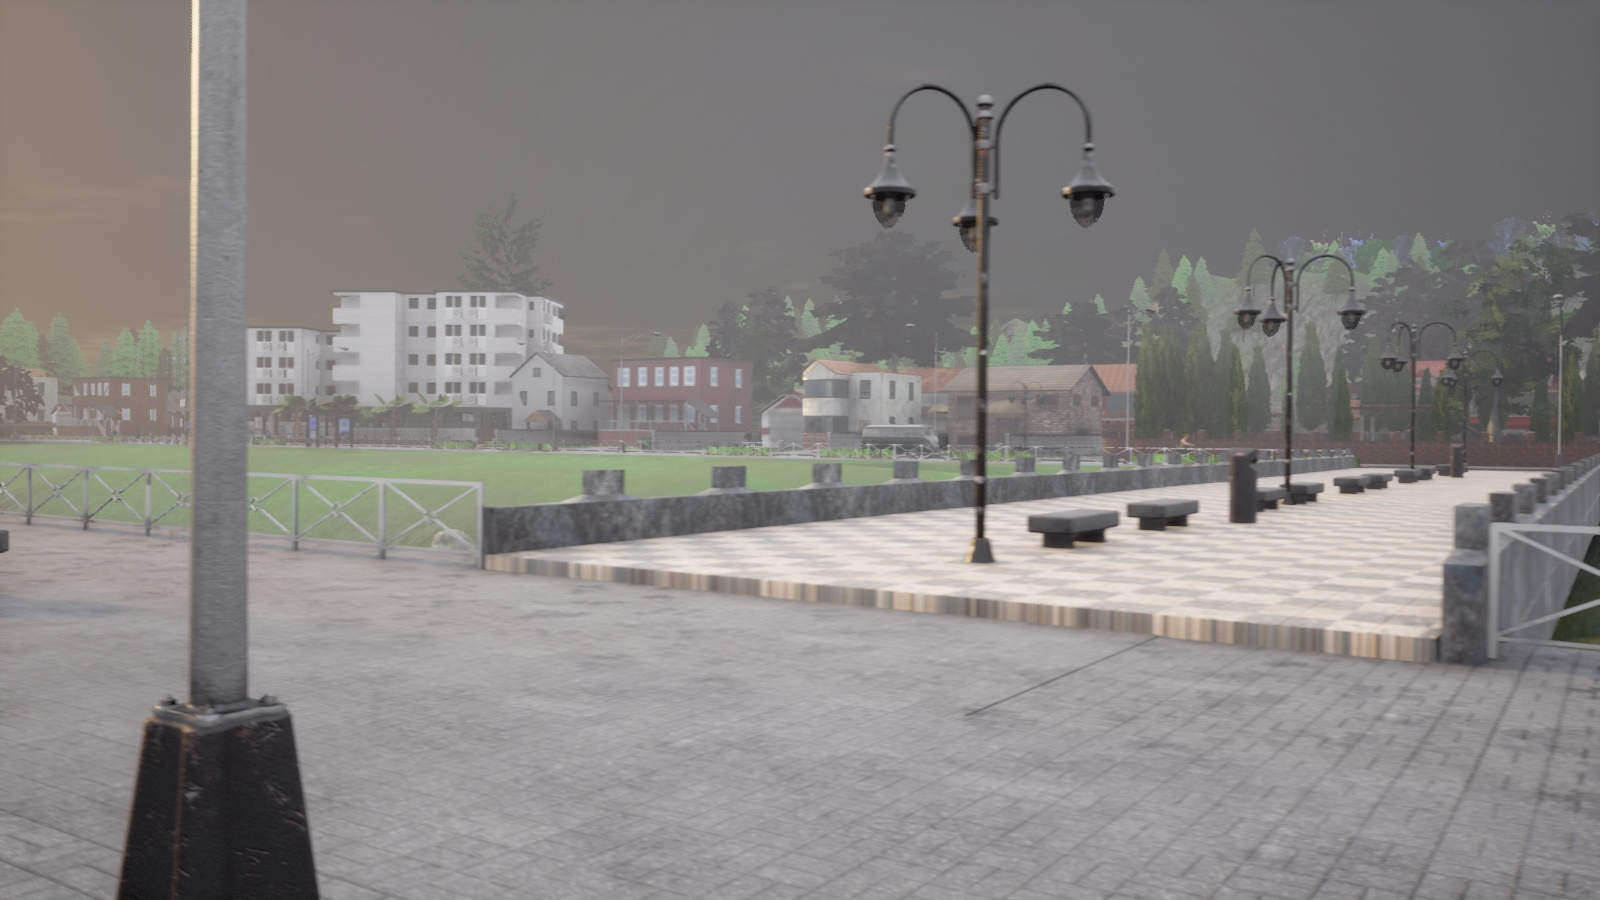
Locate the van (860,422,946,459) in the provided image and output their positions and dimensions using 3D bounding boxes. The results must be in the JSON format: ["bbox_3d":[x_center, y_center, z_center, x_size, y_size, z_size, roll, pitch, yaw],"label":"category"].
[{"bbox_3d":[5.718,-0.519,69.668,4.442,1.987,1.775,0,1,34],"label":"van"}]
